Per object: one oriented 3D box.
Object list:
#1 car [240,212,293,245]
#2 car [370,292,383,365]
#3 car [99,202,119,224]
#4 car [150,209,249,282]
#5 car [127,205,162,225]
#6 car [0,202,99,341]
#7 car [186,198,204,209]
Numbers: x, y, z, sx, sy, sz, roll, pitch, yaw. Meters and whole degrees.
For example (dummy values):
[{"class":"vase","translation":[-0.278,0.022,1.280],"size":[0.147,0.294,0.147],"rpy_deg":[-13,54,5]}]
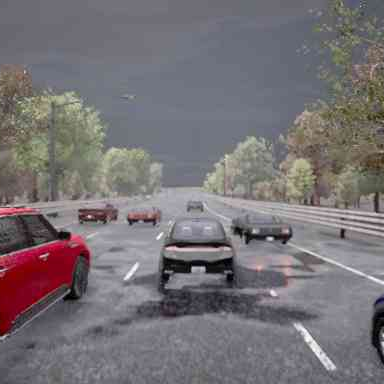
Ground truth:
[{"class":"car","translation":[3.050,1.591,15.546],"size":[1.895,1.301,4.718],"rpy_deg":[0,0,-2]},{"class":"car","translation":[3.449,1.350,2.595],"size":[2.097,1.767,4.553],"rpy_deg":[0,0,-1]},{"class":"car","translation":[-6.731,1.466,24.373],"size":[1.882,1.535,5.008],"rpy_deg":[0,0,0]},{"class":"car","translation":[0.160,1.486,9.732],"size":[2.128,1.511,4.902],"rpy_deg":[0,0,1]},{"class":"car","translation":[-3.238,1.589,23.516],"size":[1.895,1.301,4.718],"rpy_deg":[0,0,0]},{"class":"car","translation":[-3.371,1.218,5.149],"size":[2.150,2.045,5.566],"rpy_deg":[0,0,0]},{"class":"car","translation":[0.380,1.478,39.853],"size":[2.128,1.511,4.902],"rpy_deg":[0,0,0]}]
